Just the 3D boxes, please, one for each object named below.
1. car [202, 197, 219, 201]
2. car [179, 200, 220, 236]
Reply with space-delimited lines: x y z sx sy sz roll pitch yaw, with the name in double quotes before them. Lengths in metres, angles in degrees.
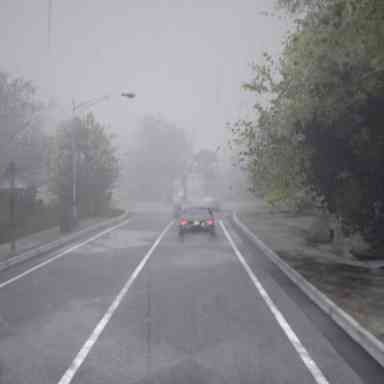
"car" 1.794 1.225 34.508 1.812 1.442 4.674 -1 0 10
"car" 0.284 1.414 17.766 2.033 1.411 5.357 -1 1 2
